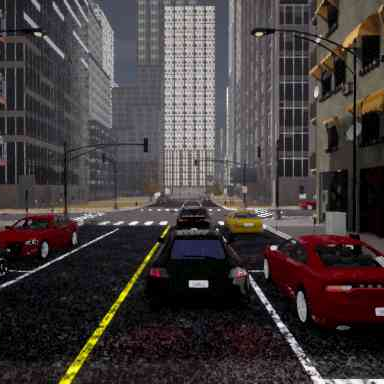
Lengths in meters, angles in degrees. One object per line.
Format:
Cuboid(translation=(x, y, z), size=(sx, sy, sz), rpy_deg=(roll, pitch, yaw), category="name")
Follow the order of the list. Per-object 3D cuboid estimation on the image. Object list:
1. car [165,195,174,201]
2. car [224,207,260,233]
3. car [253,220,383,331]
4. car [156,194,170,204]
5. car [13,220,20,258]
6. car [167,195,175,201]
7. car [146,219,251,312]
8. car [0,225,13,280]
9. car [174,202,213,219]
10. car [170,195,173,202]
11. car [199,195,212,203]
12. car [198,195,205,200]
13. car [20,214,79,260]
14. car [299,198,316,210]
Cuboid(translation=(-5.648, 1.524, 83.543), size=(1.752, 1.417, 4.829), rpy_deg=(-1, 0, 0), category="car")
Cuboid(translation=(2.693, 1.523, 18.112), size=(1.752, 1.417, 4.829), rpy_deg=(-1, 0, 0), category="car")
Cuboid(translation=(2.686, 1.544, 6.895), size=(1.887, 1.381, 4.507), rpy_deg=(-1, 0, 0), category="car")
Cuboid(translation=(-5.660, 1.542, 61.474), size=(1.887, 1.381, 4.507), rpy_deg=(-1, 0, 0), category="car")
Cuboid(translation=(-5.696, 1.439, 6.914), size=(1.967, 1.590, 4.097), rpy_deg=(-1, 0, 0), category="car")
Cuboid(translation=(-5.643, 1.544, 89.272), size=(1.887, 1.381, 4.507), rpy_deg=(-1, 0, 0), category="car")
Cuboid(translation=(0.108, 1.563, 7.778), size=(1.994, 1.385, 4.181), rpy_deg=(0, 0, 0), category="car")
Cuboid(translation=(-3.098, 1.221, 0.910), size=(2.150, 2.045, 5.566), rpy_deg=(0, 0, 0), category="car")
Cuboid(translation=(0.088, 1.503, 17.763), size=(1.837, 1.490, 4.892), rpy_deg=(0, 0, -1), category="car")
Cuboid(translation=(-5.659, 1.313, 67.034), size=(2.192, 1.841, 5.009), rpy_deg=(-1, 0, 0), category="car")
Cuboid(translation=(2.718, 1.437, 61.468), size=(1.967, 1.590, 4.097), rpy_deg=(-1, 0, 0), category="car")
Cuboid(translation=(2.741, 1.582, 94.826), size=(1.802, 1.307, 4.206), rpy_deg=(-1, 0, 0), category="car")
Cuboid(translation=(-5.691, 1.543, 12.438), size=(1.887, 1.381, 4.507), rpy_deg=(-1, 0, 0), category="car")
Cuboid(translation=(14.274, 1.256, 37.060), size=(4.507, 1.381, 1.887), rpy_deg=(-1, 1, 0), category="car")
